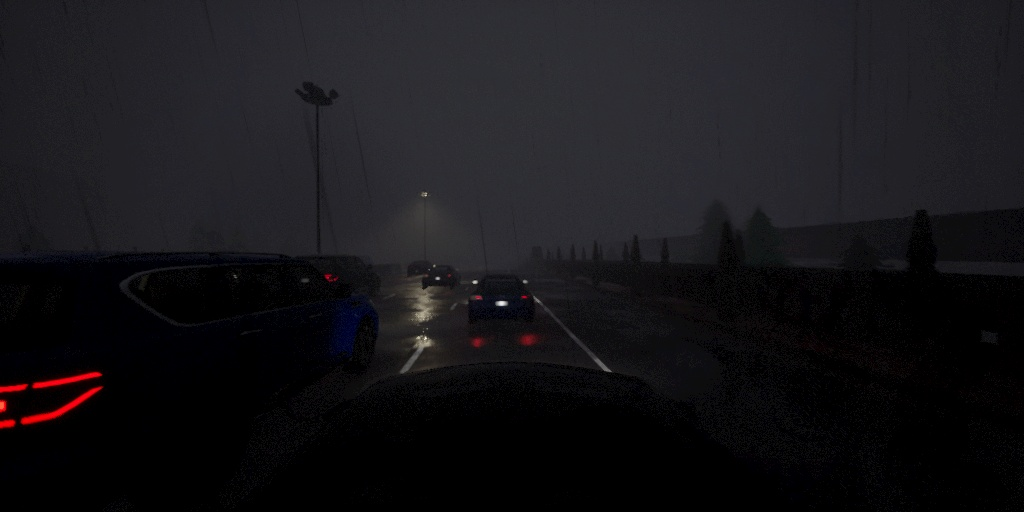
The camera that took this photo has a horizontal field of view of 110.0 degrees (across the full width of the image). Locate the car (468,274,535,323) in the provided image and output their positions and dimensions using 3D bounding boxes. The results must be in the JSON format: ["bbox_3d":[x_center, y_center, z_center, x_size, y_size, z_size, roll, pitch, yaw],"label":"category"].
[{"bbox_3d":[-0.372,1.285,11.969,1.994,1.385,4.181,0,0,-2],"label":"car"}]

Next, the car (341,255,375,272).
[{"bbox_3d":[-19.840,0.944,46.498,2.150,2.045,5.566,0,0,-3],"label":"car"}]

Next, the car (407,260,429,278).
[{"bbox_3d":[-8.482,1.175,33.884,1.882,1.535,5.008,0,0,-3],"label":"car"}]

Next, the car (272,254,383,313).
[{"bbox_3d":[-7.524,0.963,15.490,2.150,2.045,5.566,0,0,-3],"label":"car"}]

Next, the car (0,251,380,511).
[{"bbox_3d":[-3.552,0.976,4.461,2.150,2.045,5.566,0,0,-1],"label":"car"}]

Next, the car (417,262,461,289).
[{"bbox_3d":[-4.397,1.273,22.738,1.994,1.385,4.181,0,0,-3],"label":"car"}]
